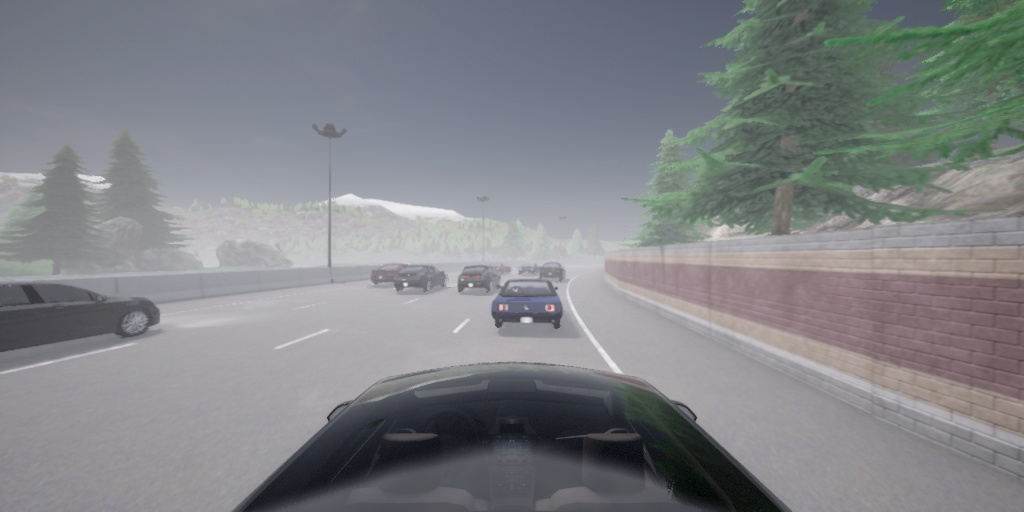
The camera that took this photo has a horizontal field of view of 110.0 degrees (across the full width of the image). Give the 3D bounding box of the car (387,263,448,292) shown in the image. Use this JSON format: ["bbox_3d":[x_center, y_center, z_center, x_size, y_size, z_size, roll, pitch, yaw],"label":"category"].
[{"bbox_3d":[-5.326,1.276,21.499,1.837,1.490,4.892,0,0,8],"label":"car"}]

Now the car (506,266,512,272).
[{"bbox_3d":[-1.438,1.402,39.578,1.895,1.301,4.718,0,0,16],"label":"car"}]

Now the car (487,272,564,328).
[{"bbox_3d":[0.548,1.365,11.447,1.895,1.301,4.718,0,0,4],"label":"car"}]

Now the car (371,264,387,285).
[{"bbox_3d":[-8.164,1.252,25.856,1.882,1.535,5.008,0,0,10],"label":"car"}]

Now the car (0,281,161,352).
[{"bbox_3d":[-10.179,1.252,7.346,1.837,1.490,4.892,0,0,2],"label":"car"}]

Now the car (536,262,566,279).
[{"bbox_3d":[3.551,1.272,30.876,1.882,1.535,5.008,0,0,12],"label":"car"}]

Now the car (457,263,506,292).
[{"bbox_3d":[-1.828,1.280,21.280,1.837,1.490,4.892,0,0,8],"label":"car"}]

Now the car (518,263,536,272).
[{"bbox_3d":[2.119,1.405,39.271,1.895,1.301,4.718,0,0,16],"label":"car"}]
